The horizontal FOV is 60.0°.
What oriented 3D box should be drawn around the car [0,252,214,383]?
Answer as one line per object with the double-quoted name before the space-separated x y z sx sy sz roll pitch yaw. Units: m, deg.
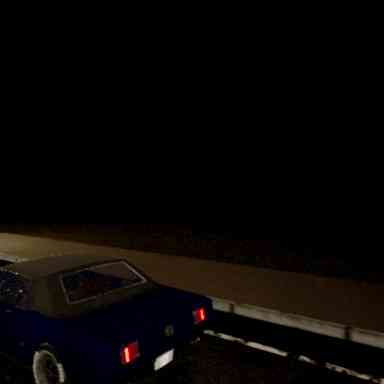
"car" -2.121 1.625 5.078 4.718 1.301 1.895 0 0 36
